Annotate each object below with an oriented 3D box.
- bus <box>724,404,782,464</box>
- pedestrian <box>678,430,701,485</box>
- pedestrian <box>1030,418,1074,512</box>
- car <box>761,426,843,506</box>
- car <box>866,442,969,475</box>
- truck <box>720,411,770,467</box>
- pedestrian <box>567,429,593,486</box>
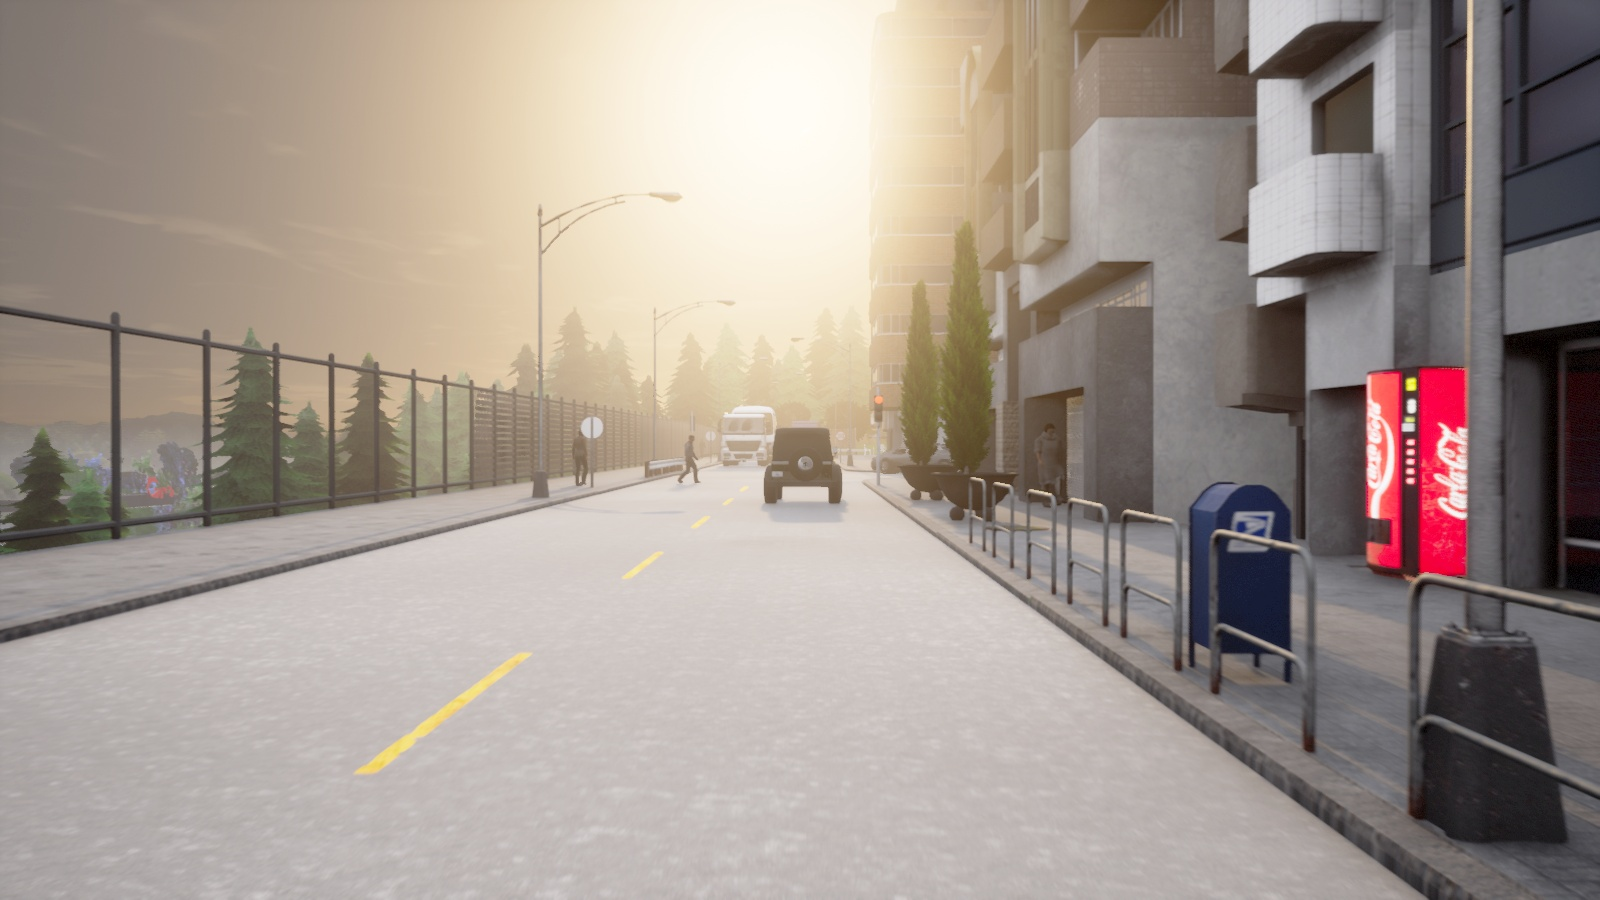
[{"bbox_3d":[-3.435,-1.167,94.862,3.944,4.253,10.273,0,0,0],"label":"bus"},{"bbox_3d":[-3.944,0.280,44.897,0.788,1.949,0.423,0,0,0],"label":"pedestrian"},{"bbox_3d":[5.332,0.311,26.570,0.659,1.952,0.873,0,0,-8],"label":"pedestrian"},{"bbox_3d":[0.109,0.364,31.681,1.905,1.878,3.866,0,0,2],"label":"car"},{"bbox_3d":[5.567,0.362,59.567,4.514,1.525,2.007,0,0,19],"label":"car"},{"bbox_3d":[-3.510,-0.702,82.252,2.891,3.462,7.936,0,0,0],"label":"truck"},{"bbox_3d":[-7.003,0.225,40.016,0.328,1.805,0.869,0,0,30],"label":"pedestrian"}]
